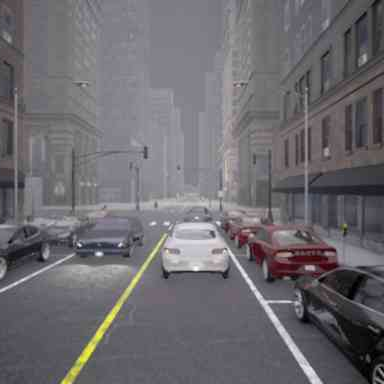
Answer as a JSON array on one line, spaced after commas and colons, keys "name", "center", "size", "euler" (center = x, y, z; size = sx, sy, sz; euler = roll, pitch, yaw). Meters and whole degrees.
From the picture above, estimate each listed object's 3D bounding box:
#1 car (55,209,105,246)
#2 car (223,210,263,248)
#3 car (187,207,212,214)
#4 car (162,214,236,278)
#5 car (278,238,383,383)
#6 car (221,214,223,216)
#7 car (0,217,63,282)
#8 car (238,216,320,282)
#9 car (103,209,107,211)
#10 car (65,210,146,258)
[{"name": "car", "center": [-5.779, 1.721, 15.485], "size": [2.008, 1.369, 4.403], "euler": [-1, -1, 0]}, {"name": "car", "center": [2.746, 1.715, 15.489], "size": [1.887, 1.381, 4.507], "euler": [-1, -1, 0]}, {"name": "car", "center": [0.594, 1.844, 25.539], "size": [1.994, 1.385, 4.181], "euler": [0, -1, 7]}, {"name": "car", "center": [0.099, 1.640, 10.444], "size": [1.812, 1.442, 4.674], "euler": [0, 0, 0]}, {"name": "car", "center": [2.750, 1.616, 4.479], "size": [1.947, 1.339, 4.313], "euler": [-1, -1, 0]}, {"name": "car", "center": [2.743, 1.775, 20.994], "size": [1.887, 1.381, 4.507], "euler": [-1, -1, 0]}, {"name": "car", "center": [-5.777, 1.676, 9.981], "size": [1.947, 1.339, 4.313], "euler": [-1, -1, 0]}, {"name": "car", "center": [2.748, 1.655, 9.984], "size": [1.887, 1.381, 4.507], "euler": [-1, -1, 0]}, {"name": "car", "center": [-5.782, 1.775, 20.991], "size": [1.887, 1.381, 4.507], "euler": [-1, -1, 0]}, {"name": "car", "center": [-3.053, 1.698, 13.643], "size": [2.033, 1.411, 5.357], "euler": [0, -1, 0]}]
